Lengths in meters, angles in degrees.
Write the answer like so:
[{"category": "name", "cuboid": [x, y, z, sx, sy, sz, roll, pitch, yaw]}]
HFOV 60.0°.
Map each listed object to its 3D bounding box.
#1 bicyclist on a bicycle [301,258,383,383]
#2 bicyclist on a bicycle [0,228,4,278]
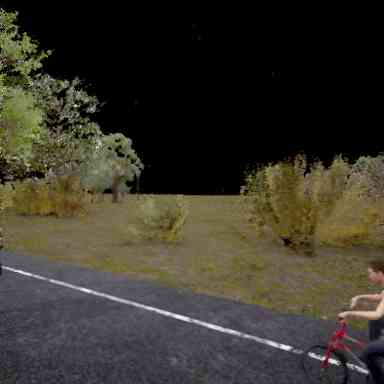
[{"category": "bicyclist on a bicycle", "cuboid": [1.917, 1.507, 3.578, 1.509, 1.612, 0.866, 0, -1, 37]}, {"category": "bicyclist on a bicycle", "cuboid": [-5.608, 1.522, 9.248, 1.509, 1.612, 0.866, 0, -1, 36]}]
